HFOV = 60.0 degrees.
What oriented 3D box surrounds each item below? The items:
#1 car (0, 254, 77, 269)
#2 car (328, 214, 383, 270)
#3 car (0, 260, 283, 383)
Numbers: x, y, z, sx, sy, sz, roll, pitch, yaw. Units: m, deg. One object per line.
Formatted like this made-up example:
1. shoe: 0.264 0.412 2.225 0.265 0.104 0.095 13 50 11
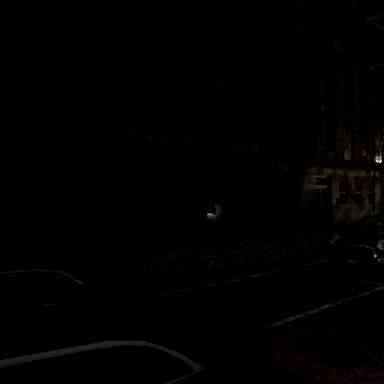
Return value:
1. car: -2.833 1.551 4.167 4.403 1.369 2.008 0 0 -35
2. car: 6.141 1.442 10.564 4.097 1.590 1.967 0 0 -35
3. car: -1.553 1.493 1.931 4.902 1.511 2.128 0 0 -35
